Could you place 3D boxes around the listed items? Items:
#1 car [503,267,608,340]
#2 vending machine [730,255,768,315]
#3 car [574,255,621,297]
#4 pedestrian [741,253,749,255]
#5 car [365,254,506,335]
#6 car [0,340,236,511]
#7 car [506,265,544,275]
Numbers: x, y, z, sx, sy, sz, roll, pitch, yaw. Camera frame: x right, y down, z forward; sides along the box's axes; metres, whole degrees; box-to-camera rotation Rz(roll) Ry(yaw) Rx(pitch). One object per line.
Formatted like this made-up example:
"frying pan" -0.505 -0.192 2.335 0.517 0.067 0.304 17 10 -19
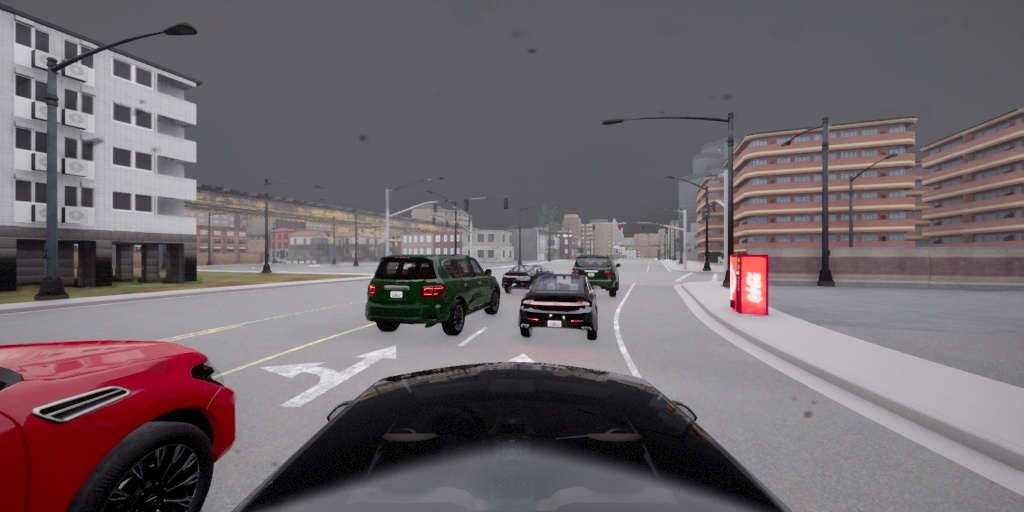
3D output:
"car" 1.435 1.241 10.065 2.128 1.511 4.902 0 0 12
"vending machine" 7.810 0.945 11.819 1.100 2.100 0.880 0 0 20
"car" 4.552 0.971 19.308 2.150 2.045 5.566 0 0 19
"pedestrian" 8.042 0.795 12.438 0.375 1.860 0.375 0 0 21
"car" -1.999 0.971 10.775 2.150 2.045 5.566 0 0 14
"car" -3.264 0.972 0.504 2.150 2.045 5.566 0 0 -2
"car" 1.103 1.241 20.141 2.128 1.511 4.902 0 0 24
